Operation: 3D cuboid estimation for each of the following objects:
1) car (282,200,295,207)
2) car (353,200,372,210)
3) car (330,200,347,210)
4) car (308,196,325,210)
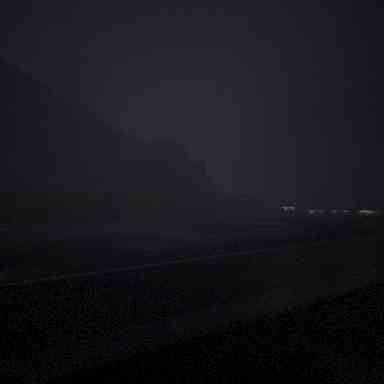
[{"bbox_3d":[18.113,2.115,62.672,1.994,1.385,4.181,0,0,7],"label":"car"},{"bbox_3d":[26.780,2.053,52.296,2.128,1.511,4.902,0,0,14],"label":"car"},{"bbox_3d":[23.458,2.016,53.331,1.882,1.535,5.008,1,0,14],"label":"car"},{"bbox_3d":[19.971,1.732,53.687,2.150,2.045,5.566,1,0,14],"label":"car"}]
